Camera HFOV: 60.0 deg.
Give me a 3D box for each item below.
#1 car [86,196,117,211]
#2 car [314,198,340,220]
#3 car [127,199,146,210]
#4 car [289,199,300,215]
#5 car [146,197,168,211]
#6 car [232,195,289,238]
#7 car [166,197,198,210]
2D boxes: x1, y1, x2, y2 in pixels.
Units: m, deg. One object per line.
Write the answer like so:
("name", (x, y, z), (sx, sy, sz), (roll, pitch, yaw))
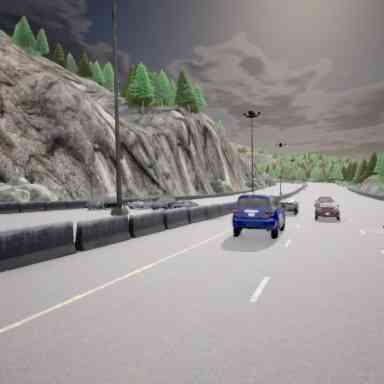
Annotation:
("car", (-10.596, 1.269, 39.724), (2.097, 1.767, 4.553), (0, 0, 21))
("car", (11.075, 1.476, 27.327), (1.812, 1.442, 4.674), (0, 0, 21))
("car", (-6.149, 1.516, 41.511), (1.895, 1.301, 4.718), (0, 0, 21))
("car", (9.839, 1.427, 33.862), (2.128, 1.511, 4.902), (0, 0, 21))
("car", (-3.135, 1.427, 39.606), (1.837, 1.490, 4.892), (0, 0, 21))
("car", (3.704, 1.180, 17.844), (2.150, 2.045, 5.566), (0, -1, 21))
("car", (-0.786, 1.492, 35.984), (1.994, 1.385, 4.181), (0, 0, 21))
